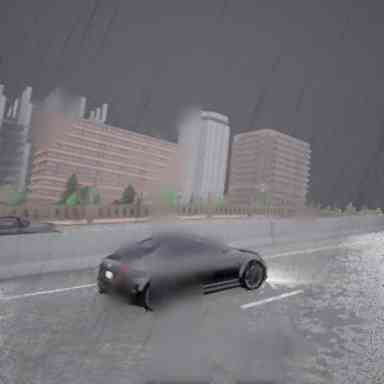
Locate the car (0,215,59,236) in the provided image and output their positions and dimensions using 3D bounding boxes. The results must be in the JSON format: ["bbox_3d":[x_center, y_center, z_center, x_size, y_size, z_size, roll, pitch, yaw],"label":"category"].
[{"bbox_3d":[-8.862,1.755,14.849,5.357,1.411,2.033,1,-1,-37],"label":"car"}]

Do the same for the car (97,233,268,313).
[{"bbox_3d":[-0.090,1.695,8.047,4.181,1.385,1.994,1,-1,-37],"label":"car"}]
